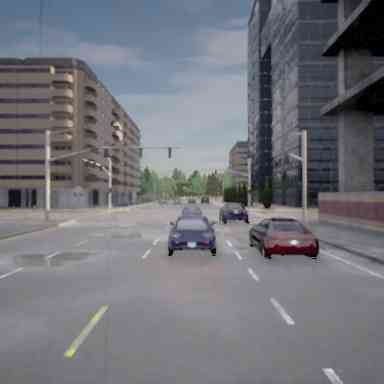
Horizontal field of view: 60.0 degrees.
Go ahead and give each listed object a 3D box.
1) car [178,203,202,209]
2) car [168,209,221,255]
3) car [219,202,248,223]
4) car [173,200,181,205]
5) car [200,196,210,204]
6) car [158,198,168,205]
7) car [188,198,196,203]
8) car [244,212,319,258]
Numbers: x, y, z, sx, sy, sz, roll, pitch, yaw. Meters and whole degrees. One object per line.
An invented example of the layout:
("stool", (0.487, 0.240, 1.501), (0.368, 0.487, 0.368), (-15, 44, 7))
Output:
("car", (-0.008, 1.853, 27.521), (2.033, 1.411, 5.357), (0, -1, 0))
("car", (0.020, 1.679, 13.884), (1.812, 1.442, 4.674), (0, 0, 1))
("car", (3.495, 1.674, 28.421), (2.097, 1.767, 4.553), (0, -1, 0))
("car", (-3.626, 2.479, 80.717), (1.895, 1.301, 4.718), (0, -1, 1))
("car", (3.456, 2.175, 87.351), (2.150, 2.045, 5.566), (0, -1, 1))
("car", (-7.125, 2.240, 80.822), (2.097, 1.767, 4.553), (0, -1, 1))
("car", (-0.040, 2.483, 87.733), (2.128, 1.511, 4.902), (0, -1, 1))
("car", (3.514, 1.713, 13.403), (1.994, 1.385, 4.181), (0, -1, 0))
